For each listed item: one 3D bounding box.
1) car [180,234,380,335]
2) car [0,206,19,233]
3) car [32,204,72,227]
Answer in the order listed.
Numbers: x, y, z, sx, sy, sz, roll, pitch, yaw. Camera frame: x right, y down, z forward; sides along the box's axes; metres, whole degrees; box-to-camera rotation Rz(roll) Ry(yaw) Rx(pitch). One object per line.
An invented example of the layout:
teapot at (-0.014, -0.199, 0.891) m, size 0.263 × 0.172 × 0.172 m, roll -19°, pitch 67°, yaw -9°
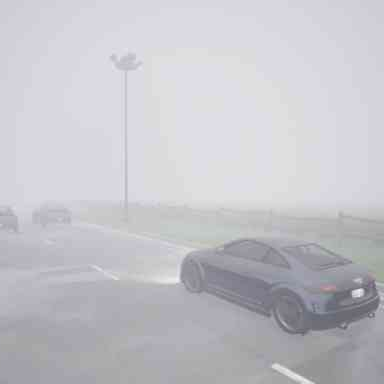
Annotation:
car at (1.506, 1.587, 6.960) m, size 1.994 × 1.385 × 4.181 m, roll 0°, pitch 0°, yaw -35°
car at (-11.365, 1.553, 19.326) m, size 2.128 × 1.511 × 4.902 m, roll 0°, pitch 0°, yaw -35°
car at (-9.910, 1.568, 23.362) m, size 2.128 × 1.511 × 4.902 m, roll 0°, pitch 0°, yaw -35°
